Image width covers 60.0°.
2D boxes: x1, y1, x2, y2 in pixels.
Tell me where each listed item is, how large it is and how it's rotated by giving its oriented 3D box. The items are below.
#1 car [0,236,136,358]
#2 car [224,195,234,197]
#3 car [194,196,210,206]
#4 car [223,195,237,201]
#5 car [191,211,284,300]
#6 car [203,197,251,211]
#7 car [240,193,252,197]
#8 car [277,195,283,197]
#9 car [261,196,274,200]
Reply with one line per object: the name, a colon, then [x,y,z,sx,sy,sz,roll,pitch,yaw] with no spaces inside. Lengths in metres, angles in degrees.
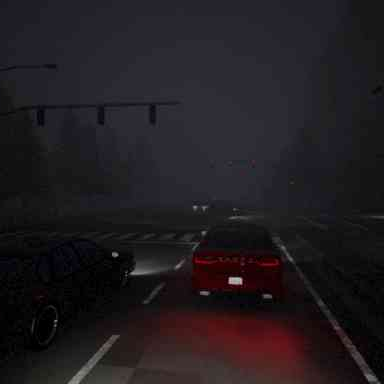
car: [-2.729,1.547,6.226,2.033,1.411,5.357,0,0,10]
car: [7.917,1.478,71.557,1.882,1.535,5.008,0,0,18]
car: [1.459,1.525,55.699,1.812,1.442,4.674,0,0,9]
car: [9.637,1.552,83.836,1.994,1.385,4.181,0,0,32]
car: [1.196,1.478,8.539,1.882,1.535,5.008,0,0,9]
car: [3.489,1.537,33.502,1.837,1.490,4.892,-2,1,-32]
car: [11.031,1.221,68.667,2.150,2.045,5.566,0,0,13]
car: [25.296,1.477,90.112,5.008,1.535,1.882,0,0,-34]
car: [20.990,1.524,91.265,4.674,1.442,1.812,0,0,-37]
